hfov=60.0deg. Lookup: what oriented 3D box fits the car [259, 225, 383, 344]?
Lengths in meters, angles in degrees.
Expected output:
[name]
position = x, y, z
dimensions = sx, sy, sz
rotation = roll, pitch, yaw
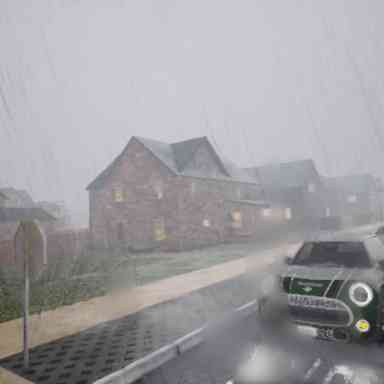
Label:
[car]
position = 3.214, 1.766, 7.326
dimensions = 2.097, 1.767, 4.553
rotation = -6, -5, 37
